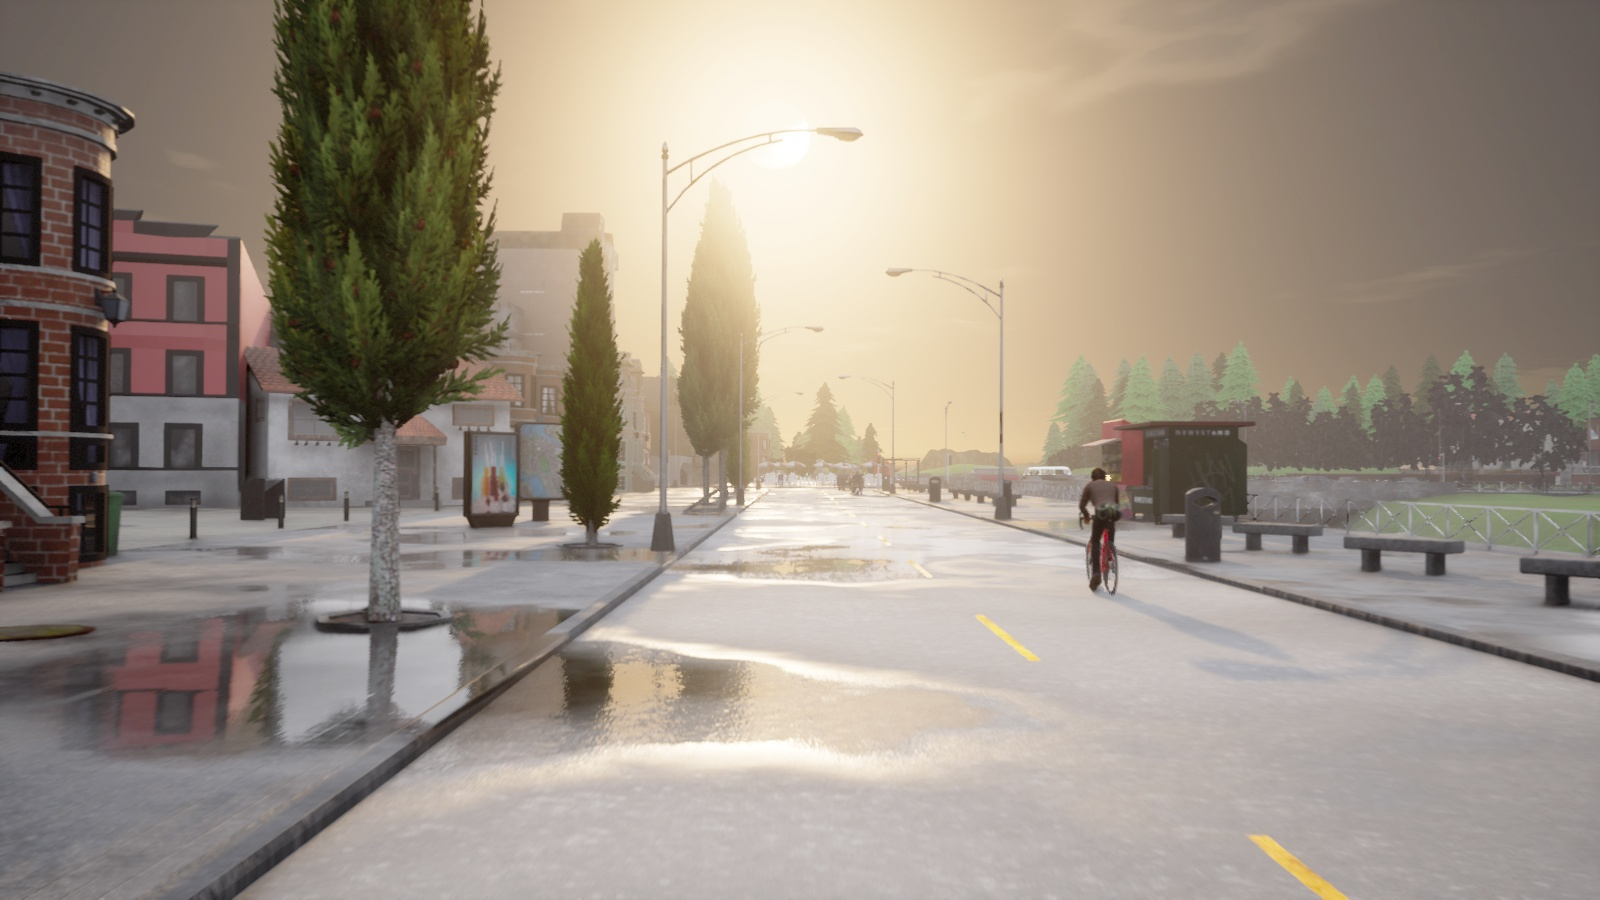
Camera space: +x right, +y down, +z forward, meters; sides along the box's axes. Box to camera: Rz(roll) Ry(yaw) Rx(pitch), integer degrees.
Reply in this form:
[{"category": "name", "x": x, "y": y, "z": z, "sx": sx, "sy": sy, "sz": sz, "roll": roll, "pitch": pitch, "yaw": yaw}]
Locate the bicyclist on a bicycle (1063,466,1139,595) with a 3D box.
[{"category": "bicyclist on a bicycle", "x": 3.956, "y": 1.030, "z": 16.607, "sx": 0.582, "sy": 1.620, "sz": 1.656, "roll": 0, "pitch": -1, "yaw": 0}]
